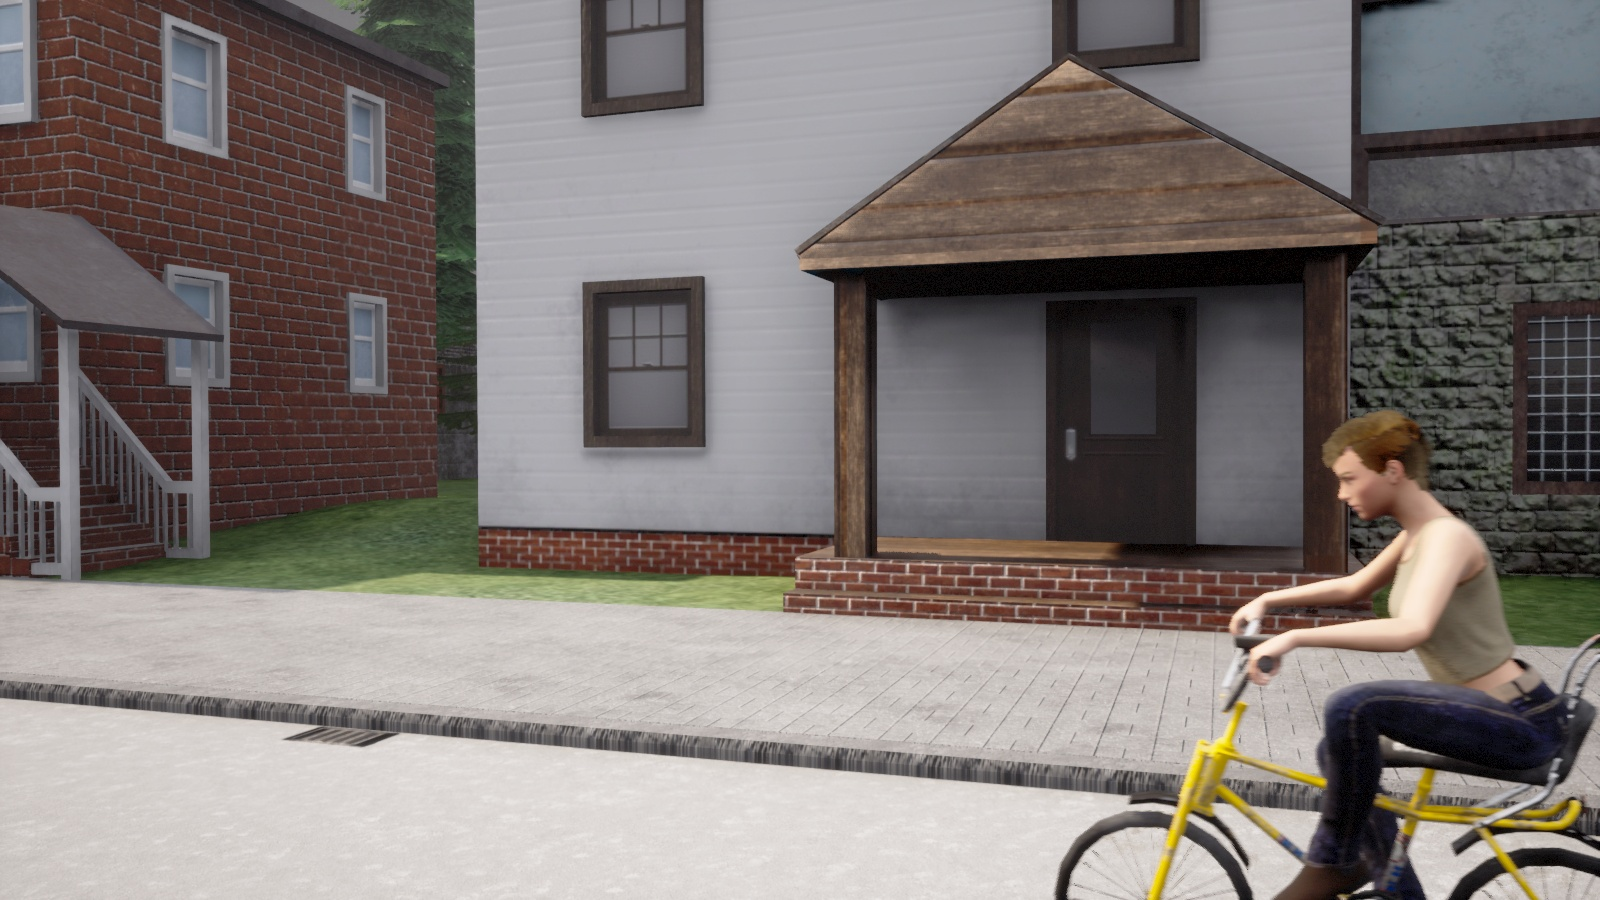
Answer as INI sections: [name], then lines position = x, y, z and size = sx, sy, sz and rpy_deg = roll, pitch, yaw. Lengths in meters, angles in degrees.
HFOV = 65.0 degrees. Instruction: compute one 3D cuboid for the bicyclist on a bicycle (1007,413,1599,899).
[bicyclist on a bicycle]
position = 1.366, 0.716, 3.255
size = 1.509, 1.612, 0.866
rpy_deg = 1, 1, 19
